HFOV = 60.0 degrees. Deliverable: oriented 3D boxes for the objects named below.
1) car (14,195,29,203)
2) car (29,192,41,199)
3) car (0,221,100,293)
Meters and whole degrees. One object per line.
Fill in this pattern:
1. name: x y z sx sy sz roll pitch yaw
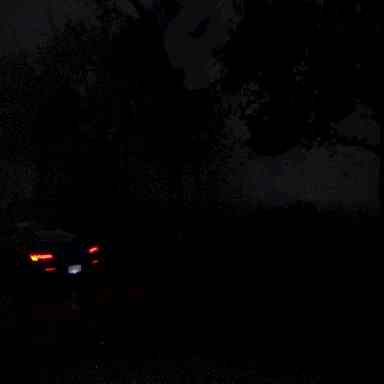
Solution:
1. car: -31.492 1.287 61.524 2.128 1.511 4.902 -1 2 -15
2. car: -35.955 0.811 76.223 1.994 1.385 4.181 -1 3 -19
3. car: -4.180 1.510 8.878 4.674 1.442 1.812 0 0 45
